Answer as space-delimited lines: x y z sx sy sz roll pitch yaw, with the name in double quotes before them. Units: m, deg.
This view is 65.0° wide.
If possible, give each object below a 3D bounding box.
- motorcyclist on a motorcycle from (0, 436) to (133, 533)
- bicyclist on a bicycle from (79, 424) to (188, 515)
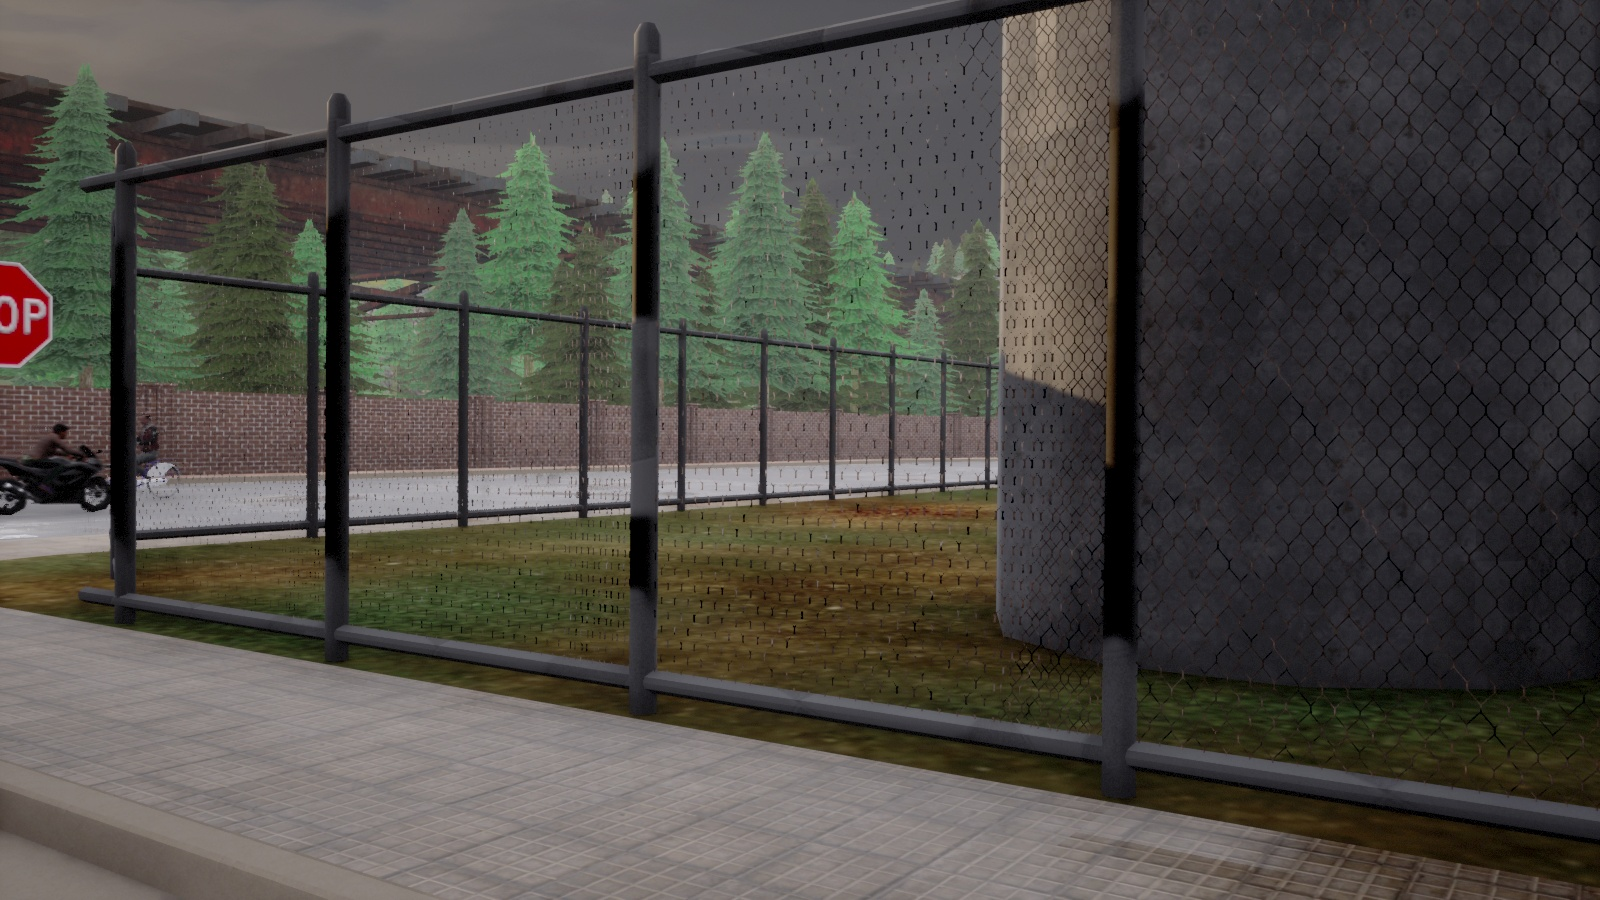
"motorcyclist on a motorcycle" -12.350 0.540 20.917 0.797 1.523 2.044 0 1 34
"bicyclist on a bicycle" -13.491 0.377 25.464 0.659 1.776 1.843 0 1 34
